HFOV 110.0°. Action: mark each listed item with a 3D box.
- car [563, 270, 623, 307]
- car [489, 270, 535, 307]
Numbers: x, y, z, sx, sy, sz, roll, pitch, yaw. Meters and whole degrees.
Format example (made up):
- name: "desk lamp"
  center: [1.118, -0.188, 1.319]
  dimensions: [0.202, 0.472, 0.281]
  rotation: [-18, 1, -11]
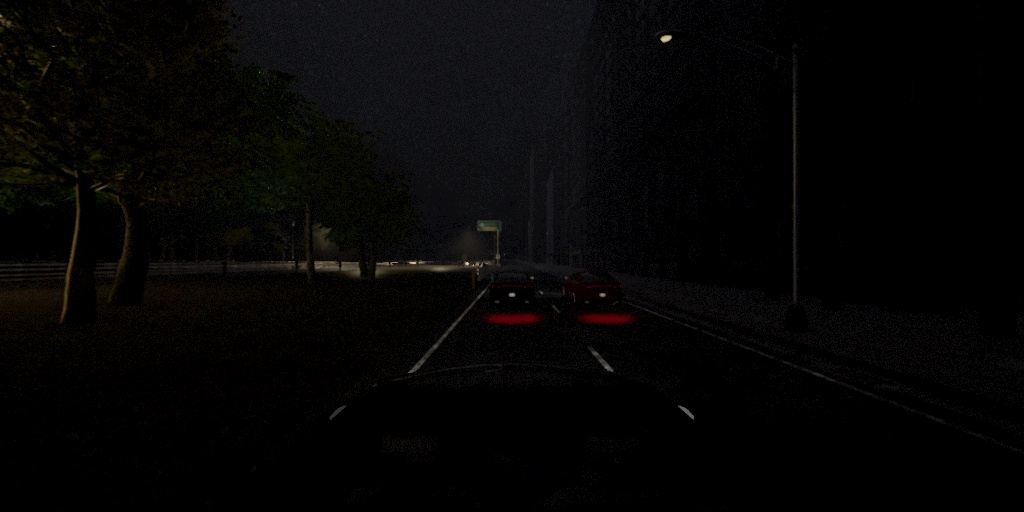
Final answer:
- name: "car"
  center: [3.510, 1.365, 16.325]
  dimensions: [1.882, 1.535, 5.008]
  rotation: [0, 0, 0]
- name: "car"
  center: [0.011, 1.365, 16.337]
  dimensions: [1.882, 1.535, 5.008]
  rotation: [0, 0, 0]
